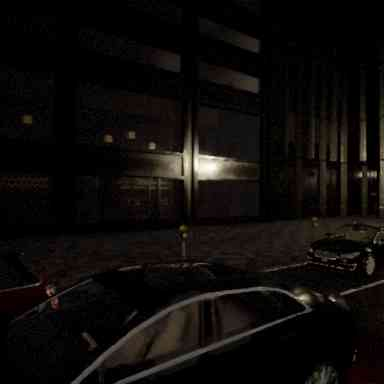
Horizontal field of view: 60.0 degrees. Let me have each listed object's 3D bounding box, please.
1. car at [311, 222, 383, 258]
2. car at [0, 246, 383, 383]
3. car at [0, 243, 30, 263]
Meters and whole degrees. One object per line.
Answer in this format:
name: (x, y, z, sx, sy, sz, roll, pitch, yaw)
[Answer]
car: (5.423, 1.636, 10.403, 4.403, 1.369, 2.008, 1, 0, -36)
car: (-0.438, 1.501, 3.059, 4.902, 1.511, 2.128, 0, 0, -35)
car: (-3.757, 1.432, 3.853, 4.097, 1.590, 1.967, 1, 0, -36)
